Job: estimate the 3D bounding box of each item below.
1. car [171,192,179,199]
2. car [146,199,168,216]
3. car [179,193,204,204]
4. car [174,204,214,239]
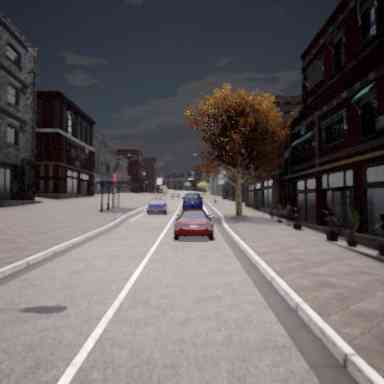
[{"bbox_3d":[-3.543,0.797,73.470,2.128,1.511,4.902,0,1,0],"label":"car"},{"bbox_3d":[-3.287,1.437,32.260,1.812,1.442,4.674,0,1,0],"label":"car"},{"bbox_3d":[0.064,1.096,35.930,2.150,2.045,5.566,0,1,0],"label":"car"},{"bbox_3d":[0.090,1.564,17.430,1.994,1.385,4.181,0,0,0],"label":"car"}]
